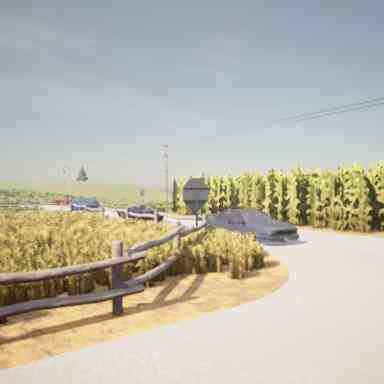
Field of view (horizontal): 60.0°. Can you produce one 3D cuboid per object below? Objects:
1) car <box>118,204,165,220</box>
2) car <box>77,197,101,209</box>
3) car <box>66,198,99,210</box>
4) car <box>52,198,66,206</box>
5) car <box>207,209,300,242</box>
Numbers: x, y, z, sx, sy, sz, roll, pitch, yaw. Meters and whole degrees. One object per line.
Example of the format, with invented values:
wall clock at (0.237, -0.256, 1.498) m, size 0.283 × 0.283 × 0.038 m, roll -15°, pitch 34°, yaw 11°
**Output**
car at (-3.910, 1.592, 25.338) m, size 1.895 × 1.301 × 4.718 m, roll 0°, pitch 0°, yaw -35°
car at (-14.282, 1.514, 45.788) m, size 1.812 × 1.442 × 4.674 m, roll 0°, pitch 0°, yaw -35°
car at (-12.052, 1.469, 36.868) m, size 1.882 × 1.535 × 5.008 m, roll 0°, pitch 0°, yaw -35°
car at (-20.543, 1.590, 53.599) m, size 4.718 × 1.301 × 1.895 m, roll 0°, pitch 0°, yaw 33°
car at (2.506, 1.539, 15.836) m, size 2.033 × 1.411 × 5.357 m, roll 0°, pitch 0°, yaw -31°
